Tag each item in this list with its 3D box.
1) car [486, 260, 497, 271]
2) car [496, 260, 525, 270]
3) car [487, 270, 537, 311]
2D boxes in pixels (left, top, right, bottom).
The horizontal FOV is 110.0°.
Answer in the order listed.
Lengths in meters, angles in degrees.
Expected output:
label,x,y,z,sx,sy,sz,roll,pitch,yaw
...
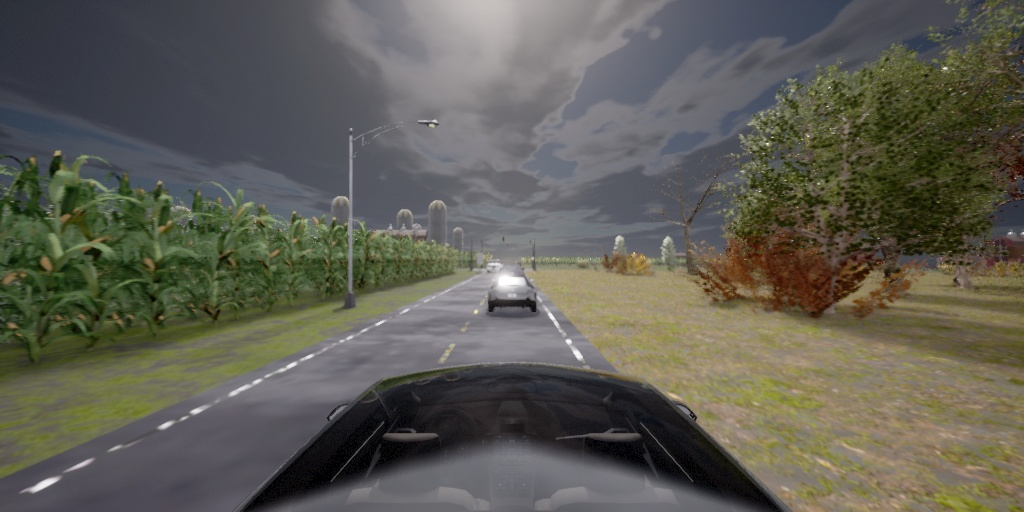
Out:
label,x,y,z,sx,sy,sz,roll,pitch,yaw
car,-2.768,1.590,56.381,2.150,2.045,5.566,0,-1,0
car,0.017,1.412,30.312,2.097,1.767,4.553,0,-1,0
car,0.023,1.461,15.381,1.994,1.385,4.181,0,-1,0
